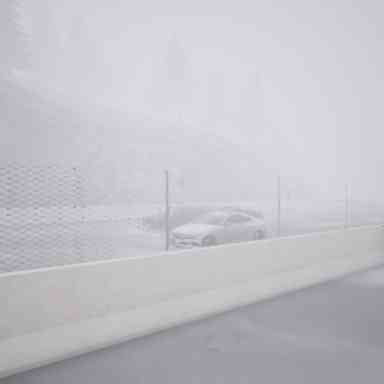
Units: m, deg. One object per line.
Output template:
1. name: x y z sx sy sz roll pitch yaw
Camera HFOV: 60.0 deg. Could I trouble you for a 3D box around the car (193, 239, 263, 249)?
1. car: 1.270 1.570 13.916 4.674 1.442 1.812 0 0 -39
